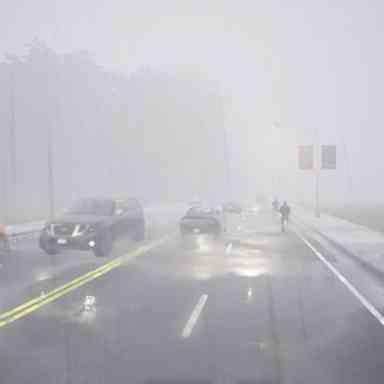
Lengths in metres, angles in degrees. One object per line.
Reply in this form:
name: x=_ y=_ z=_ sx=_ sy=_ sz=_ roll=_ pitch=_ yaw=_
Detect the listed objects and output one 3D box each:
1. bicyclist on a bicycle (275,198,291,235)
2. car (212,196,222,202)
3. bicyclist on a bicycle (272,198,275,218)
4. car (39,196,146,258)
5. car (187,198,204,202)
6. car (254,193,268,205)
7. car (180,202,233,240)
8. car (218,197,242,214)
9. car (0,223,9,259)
bicyclist on a bicycle: x=4.957 y=1.349 z=17.823 sx=0.659 sy=1.776 sz=1.843 roll=0 pitch=0 yaw=11
car: x=4.263 y=1.440 z=52.870 sx=2.128 sy=1.511 sz=4.902 roll=0 pitch=0 yaw=11
bicyclist on a bicycle: x=6.742 y=1.339 z=26.847 sx=0.659 sy=1.776 sz=1.843 roll=0 pitch=0 yaw=11
car: x=-3.586 y=1.204 z=13.242 sx=2.150 sy=2.045 sz=5.566 roll=0 pitch=0 yaw=11
car: x=0.494 y=1.549 z=50.598 sx=1.895 sy=1.301 sz=4.718 roll=0 pitch=0 yaw=11
car: x=12.387 y=1.173 z=59.474 sx=2.150 sy=2.045 sz=5.566 roll=0 pitch=0 yaw=11
car: x=0.675 y=1.470 z=17.009 sx=2.128 sy=1.511 sz=4.902 roll=0 pitch=0 yaw=11
car: x=4.132 y=1.524 z=34.487 sx=1.994 sy=1.385 sz=4.181 roll=0 pitch=0 yaw=11
car: x=-7.629 y=1.338 z=9.553 sx=2.097 sy=1.767 sz=4.553 roll=0 pitch=0 yaw=11
